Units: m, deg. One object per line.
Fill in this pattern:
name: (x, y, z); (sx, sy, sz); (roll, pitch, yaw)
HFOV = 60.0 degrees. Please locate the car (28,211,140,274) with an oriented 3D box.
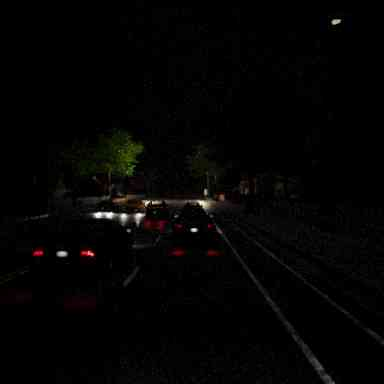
car: (-3.168, 1.568, 10.640); (2.033, 1.411, 5.357); (0, 0, 0)

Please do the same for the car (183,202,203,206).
car: (0.090, 1.622, 31.452); (1.994, 1.385, 4.181); (0, 0, 0)

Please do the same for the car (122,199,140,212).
car: (-6.599, 1.548, 37.850); (1.882, 1.535, 5.008); (0, 0, 0)

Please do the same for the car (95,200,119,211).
car: (-9.847, 1.636, 38.663); (1.994, 1.385, 4.181); (0, 0, 0)

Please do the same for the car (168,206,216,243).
car: (0.092, 1.594, 16.123); (1.994, 1.385, 4.181); (0, 0, 0)

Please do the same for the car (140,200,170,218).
car: (-3.160, 1.549, 30.807); (2.128, 1.511, 4.902); (0, 0, 0)
